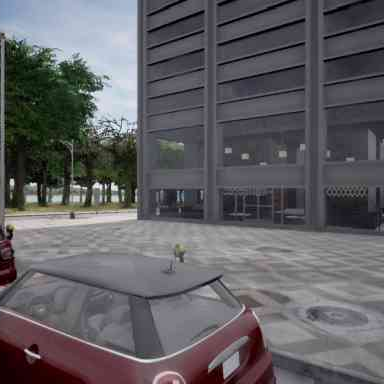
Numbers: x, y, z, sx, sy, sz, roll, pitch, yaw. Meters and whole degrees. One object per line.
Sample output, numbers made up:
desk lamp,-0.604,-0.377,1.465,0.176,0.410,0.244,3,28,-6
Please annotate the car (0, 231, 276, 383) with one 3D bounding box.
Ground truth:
car,-1.257,1.440,3.855,4.097,1.590,1.967,0,0,35

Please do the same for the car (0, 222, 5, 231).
car,-5.686,1.315,7.010,5.009,1.841,2.192,0,0,35
